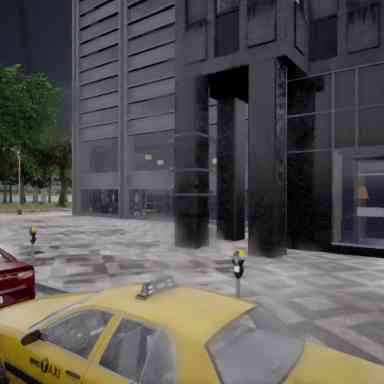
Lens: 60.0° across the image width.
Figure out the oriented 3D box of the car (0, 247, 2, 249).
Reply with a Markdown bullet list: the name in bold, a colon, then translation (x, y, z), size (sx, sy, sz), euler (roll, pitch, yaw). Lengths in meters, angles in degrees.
- **car**: translation (-4.823, 1.545, 6.410), size (4.507, 1.381, 1.887), euler (0, 0, 36)

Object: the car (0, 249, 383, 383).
- **car**: translation (-0.537, 1.525, 3.347), size (4.829, 1.417, 1.752), euler (0, 0, 36)
